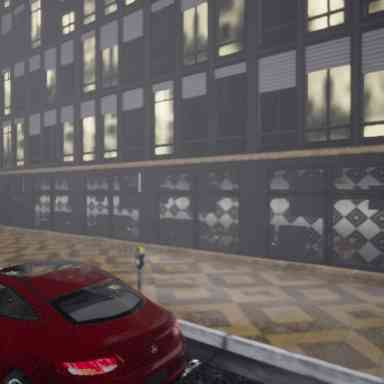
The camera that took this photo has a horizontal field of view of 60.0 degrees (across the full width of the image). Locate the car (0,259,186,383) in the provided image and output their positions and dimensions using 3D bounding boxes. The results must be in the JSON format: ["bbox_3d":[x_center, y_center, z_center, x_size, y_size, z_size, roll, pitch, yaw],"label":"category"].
[{"bbox_3d":[-2.009,1.556,4.276,4.206,1.307,1.802,0,0,36],"label":"car"}]
